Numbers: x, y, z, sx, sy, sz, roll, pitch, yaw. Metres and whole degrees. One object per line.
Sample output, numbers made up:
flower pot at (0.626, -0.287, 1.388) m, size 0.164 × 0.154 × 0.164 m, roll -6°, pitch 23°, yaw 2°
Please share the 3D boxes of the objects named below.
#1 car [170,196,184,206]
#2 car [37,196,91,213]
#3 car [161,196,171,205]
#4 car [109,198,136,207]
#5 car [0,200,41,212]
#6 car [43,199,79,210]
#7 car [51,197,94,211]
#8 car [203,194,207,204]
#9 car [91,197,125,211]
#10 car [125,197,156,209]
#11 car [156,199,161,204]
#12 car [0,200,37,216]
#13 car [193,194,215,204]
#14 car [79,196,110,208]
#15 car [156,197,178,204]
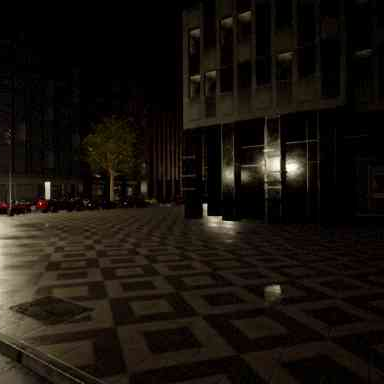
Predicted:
car at (-0.951, 1.464, 53.744) m, size 1.887 × 1.381 × 4.507 m, roll -1°, pitch 0°, yaw 35°
car at (-13.790, 1.292, 35.201) m, size 2.192 × 1.841 × 5.009 m, roll -1°, pitch 0°, yaw 35°
car at (-3.470, 1.461, 60.071) m, size 1.882 × 1.535 × 5.008 m, roll -1°, pitch -1°, yaw 35°
car at (-11.165, 1.615, 53.965) m, size 1.802 × 1.307 × 4.206 m, roll -1°, pitch 0°, yaw 35°
car at (-20.795, 1.644, 40.055) m, size 1.947 × 1.339 × 4.313 m, roll -1°, pitch 0°, yaw 35°
car at (-17.585, 1.643, 44.691) m, size 1.802 × 1.307 × 4.206 m, roll -1°, pitch 0°, yaw 35°
car at (-15.393, 1.507, 43.016) m, size 1.882 × 1.535 × 5.008 m, roll -1°, pitch 0°, yaw 35°
car at (2.258, 1.224, 58.381) m, size 2.192 × 1.841 × 5.009 m, roll -1°, pitch 0°, yaw 35°
car at (-10.579, 1.526, 39.836) m, size 1.947 × 1.339 × 4.313 m, roll -1°, pitch 0°, yaw 35°
car at (-7.370, 1.510, 44.471) m, size 1.947 × 1.339 × 4.313 m, roll -1°, pitch 0°, yaw 35°
car at (-8.052, 1.546, 58.461) m, size 1.752 × 1.417 × 4.829 m, roll -1°, pitch 0°, yaw 35°
car at (-16.998, 1.577, 30.563) m, size 1.802 × 1.307 × 4.206 m, roll -1°, pitch 0°, yaw 35°
car at (2.339, 1.285, 63.028) m, size 2.097 × 1.767 × 4.553 m, roll -1°, pitch 0°, yaw 35°
car at (-14.377, 1.486, 49.328) m, size 1.967 × 1.590 × 4.097 m, roll -1°, pitch 0°, yaw 35°
car at (-4.745, 1.576, 63.238) m, size 1.947 × 1.339 × 4.313 m, roll -1°, pitch 0°, yaw 35°
